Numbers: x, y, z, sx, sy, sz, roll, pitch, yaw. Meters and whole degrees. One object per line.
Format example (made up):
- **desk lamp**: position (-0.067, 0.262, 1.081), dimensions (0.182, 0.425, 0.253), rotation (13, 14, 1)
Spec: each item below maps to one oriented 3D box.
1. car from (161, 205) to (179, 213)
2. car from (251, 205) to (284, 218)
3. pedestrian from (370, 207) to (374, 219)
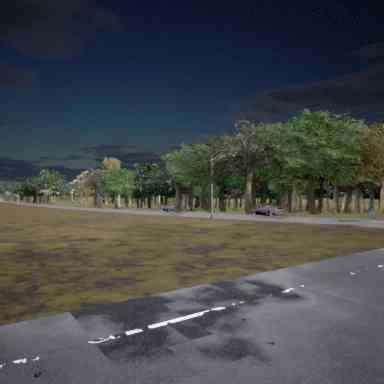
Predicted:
- **car**: position (-4.313, 3.306, 64.325), dimensions (1.837, 1.490, 4.892), rotation (1, -1, -33)
- **car**: position (9.705, 2.484, 43.088), dimensions (2.128, 1.511, 4.902), rotation (1, -2, -33)
- **pedestrian**: position (19.291, 2.202, 35.573), dimensions (0.375, 1.300, 0.375), rotation (-2, 1, -33)
